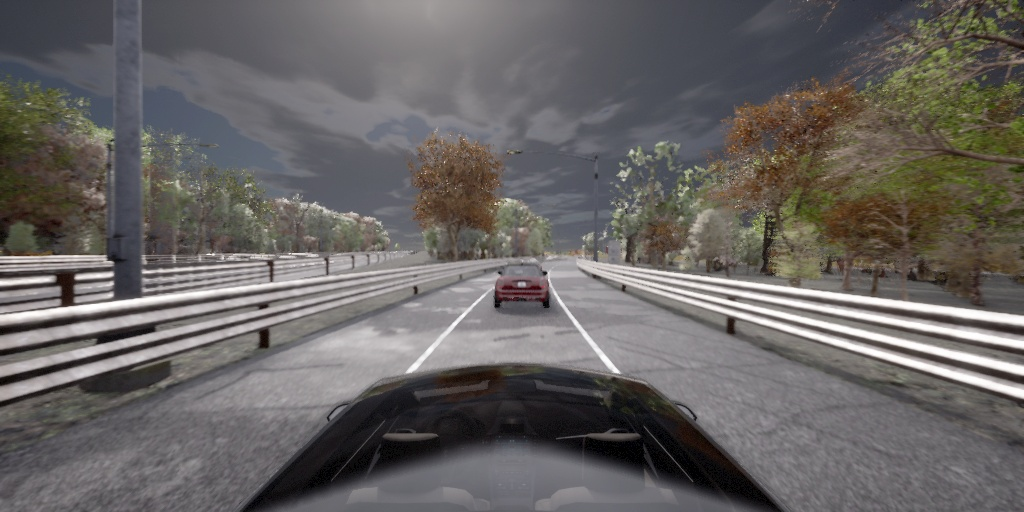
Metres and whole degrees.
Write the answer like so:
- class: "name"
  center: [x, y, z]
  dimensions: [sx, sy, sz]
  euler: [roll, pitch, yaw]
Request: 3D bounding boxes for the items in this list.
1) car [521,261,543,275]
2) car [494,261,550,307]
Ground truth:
- class: "car"
  center: [2.066, 1.164, 36.159]
  dimensions: [1.895, 1.301, 4.718]
  euler: [0, 0, 6]
- class: "car"
  center: [0.441, 1.035, 15.147]
  dimensions: [2.097, 1.767, 4.553]
  euler: [0, 0, 2]
